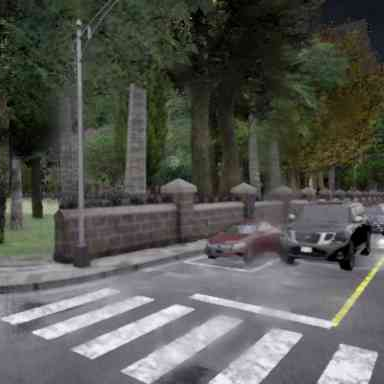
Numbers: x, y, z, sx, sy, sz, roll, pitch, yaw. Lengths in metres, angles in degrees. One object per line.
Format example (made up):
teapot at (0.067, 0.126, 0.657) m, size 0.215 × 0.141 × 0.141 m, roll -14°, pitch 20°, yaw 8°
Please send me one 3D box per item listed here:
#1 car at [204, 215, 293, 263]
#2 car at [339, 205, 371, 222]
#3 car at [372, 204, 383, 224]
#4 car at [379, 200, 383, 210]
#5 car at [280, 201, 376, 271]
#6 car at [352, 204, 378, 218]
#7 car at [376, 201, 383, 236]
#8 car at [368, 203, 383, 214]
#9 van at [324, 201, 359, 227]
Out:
car at (2.118, 1.752, 12.677) m, size 1.802 × 1.307 × 4.206 m, roll -2°, pitch -2°, yaw 36°
car at (15.033, 1.917, 30.605) m, size 1.887 × 1.381 × 4.507 m, roll -2°, pitch -2°, yaw 36°
car at (16.882, 1.846, 28.574) m, size 1.837 × 1.490 × 4.892 m, roll -1°, pitch -1°, yaw 36°
car at (31.177, 2.062, 53.017) m, size 1.967 × 1.590 × 4.097 m, roll -2°, pitch -2°, yaw 36°
car at (4.984, 1.378, 12.087) m, size 2.150 × 2.045 × 5.566 m, roll -1°, pitch -1°, yaw 36°
car at (18.263, 2.005, 35.086) m, size 1.802 × 1.307 × 4.206 m, roll -2°, pitch -2°, yaw 36°
car at (10.819, 1.599, 20.179) m, size 2.097 × 1.767 × 4.553 m, roll -1°, pitch -1°, yaw 36°
car at (24.721, 2.105, 44.050) m, size 1.802 × 1.307 × 4.206 m, roll -2°, pitch -2°, yaw 36°
van at (11.801, 1.663, 26.128) m, size 1.690 × 1.788 × 3.998 m, roll -2°, pitch -2°, yaw 36°
